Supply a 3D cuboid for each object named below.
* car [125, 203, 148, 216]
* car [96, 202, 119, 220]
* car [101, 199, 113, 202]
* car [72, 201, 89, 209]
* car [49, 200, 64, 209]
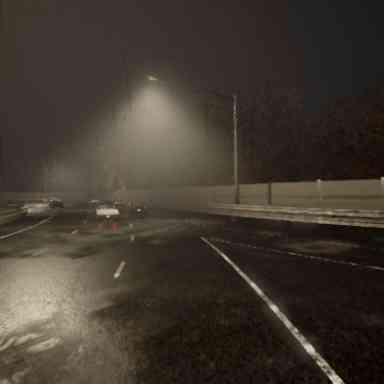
[{"bbox_3d":[-6.118,1.857,36.396,1.994,1.385,4.181,0,0,-18],"label":"car"},{"bbox_3d":[-8.014,1.881,31.235,1.895,1.301,4.718,0,0,-17],"label":"car"},{"bbox_3d":[-14.163,1.997,54.835,1.837,1.490,4.892,1,-1,-29],"label":"car"},{"bbox_3d":[-18.863,2.148,56.111,1.895,1.301,4.718,0,0,-32],"label":"car"},{"bbox_3d":[-22.414,2.103,55.094,1.812,1.442,4.674,0,-1,-31],"label":"car"}]
